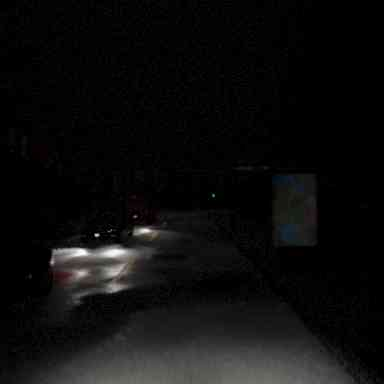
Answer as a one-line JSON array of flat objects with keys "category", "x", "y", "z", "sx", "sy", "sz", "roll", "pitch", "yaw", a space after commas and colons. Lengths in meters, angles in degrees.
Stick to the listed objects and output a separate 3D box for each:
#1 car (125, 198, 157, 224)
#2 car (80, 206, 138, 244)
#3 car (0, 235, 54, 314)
[{"category": "car", "x": -4.246, "y": 1.511, "z": 27.789, "sx": 2.150, "sy": 2.045, "sz": 5.566, "roll": 0, "pitch": -1, "yaw": 0}, {"category": "car", "x": -4.201, "y": 1.687, "z": 17.072, "sx": 1.837, "sy": 1.490, "sz": 4.892, "roll": 0, "pitch": -1, "yaw": 0}, {"category": "car", "x": -4.132, "y": 1.596, "z": 6.133, "sx": 1.812, "sy": 1.442, "sz": 4.674, "roll": 0, "pitch": -1, "yaw": -1}]
